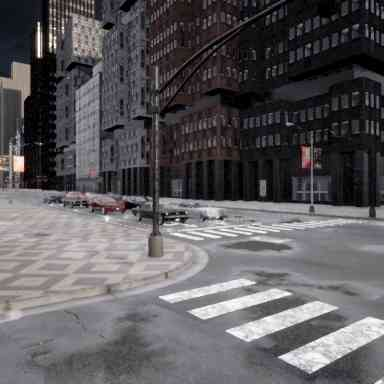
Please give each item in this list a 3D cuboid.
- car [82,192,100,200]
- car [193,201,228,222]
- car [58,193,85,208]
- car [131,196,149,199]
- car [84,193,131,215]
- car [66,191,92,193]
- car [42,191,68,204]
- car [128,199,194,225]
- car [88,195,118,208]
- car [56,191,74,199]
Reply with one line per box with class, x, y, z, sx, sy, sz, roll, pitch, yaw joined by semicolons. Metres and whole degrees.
car;-18.993;0.713;62.542;1.895;1.301;4.718;0;1;-36
car;0.430;1.351;24.081;1.895;1.301;4.718;0;1;-36
car;-13.128;1.088;37.369;1.895;1.301;4.718;0;1;-36
car;-5.056;1.095;31.707;1.882;1.535;5.008;0;1;-36
car;-7.650;1.100;29.746;1.882;1.535;5.008;0;1;-36
car;-16.506;0.681;47.683;2.097;1.767;4.553;0;1;-36
car;-19.351;0.875;46.078;2.033;1.411;5.357;0;1;-35
car;-2.166;1.356;22.125;1.895;1.301;4.718;0;1;-36
car;-10.547;1.083;39.344;1.895;1.301;4.718;0;1;-36
car;-25.005;0.572;65.333;2.033;1.411;5.357;0;1;-36
